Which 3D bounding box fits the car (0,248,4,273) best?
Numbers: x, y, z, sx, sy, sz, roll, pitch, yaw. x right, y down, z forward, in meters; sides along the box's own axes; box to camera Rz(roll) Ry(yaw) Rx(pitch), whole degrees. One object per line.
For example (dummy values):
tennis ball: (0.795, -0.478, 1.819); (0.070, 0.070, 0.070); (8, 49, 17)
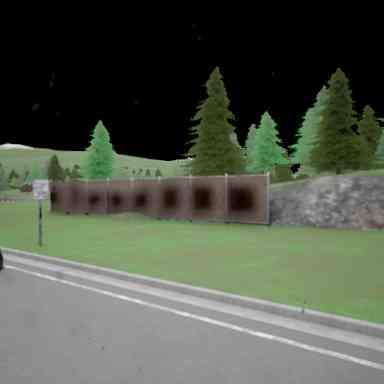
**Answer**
car: (-6.916, 1.556, 8.982); (4.181, 1.385, 1.994); (0, 0, 36)
